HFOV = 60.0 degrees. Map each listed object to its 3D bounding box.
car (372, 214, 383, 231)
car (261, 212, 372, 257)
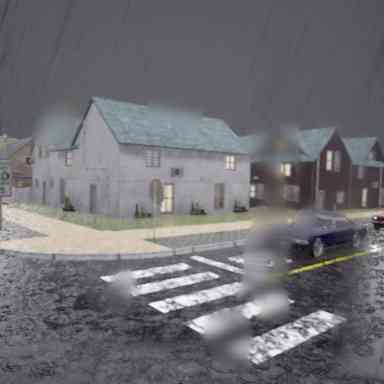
[{"bbox_3d":[11.911,1.521,18.685,4.718,1.301,1.895,1,3,-40],"label":"car"},{"bbox_3d":[4.706,1.458,12.530,4.718,1.301,1.895,0,3,-41],"label":"car"}]
